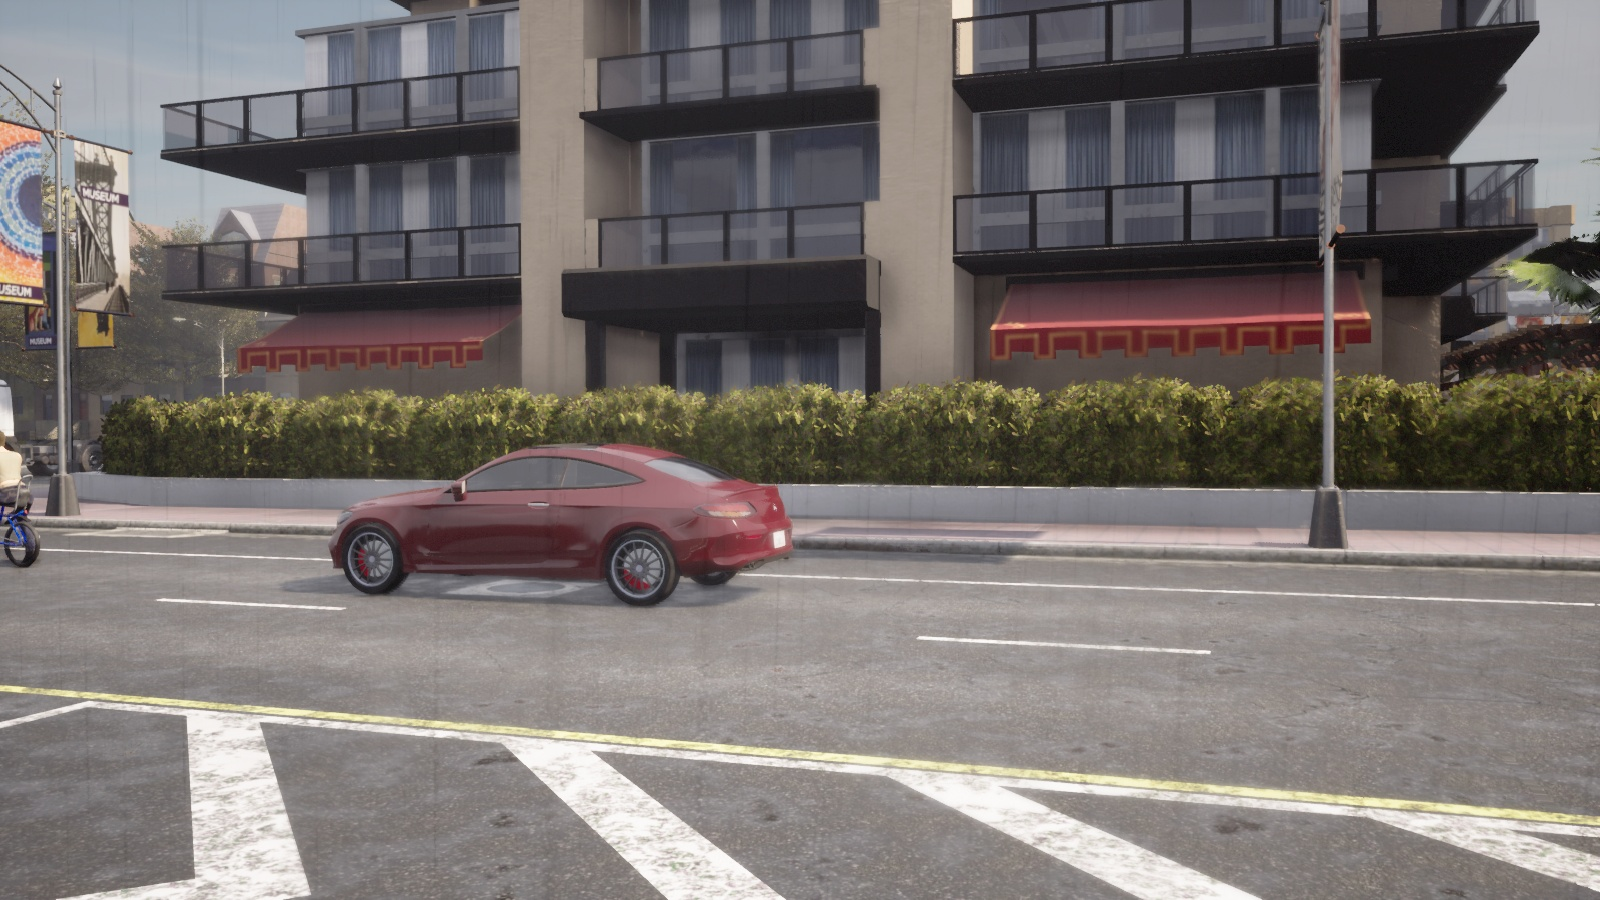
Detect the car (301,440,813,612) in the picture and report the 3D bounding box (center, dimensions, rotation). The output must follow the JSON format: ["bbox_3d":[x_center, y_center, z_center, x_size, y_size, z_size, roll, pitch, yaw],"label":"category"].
[{"bbox_3d":[-2.382,0.645,12.406,4.674,1.442,1.812,1,1,19],"label":"car"}]

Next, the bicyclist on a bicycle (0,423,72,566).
[{"bbox_3d":[-9.546,0.490,14.820,1.509,1.612,0.866,1,1,19],"label":"bicyclist on a bicycle"}]

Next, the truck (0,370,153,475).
[{"bbox_3d":[-26.963,-0.961,43.958,2.891,3.462,7.936,1,1,18],"label":"truck"}]
